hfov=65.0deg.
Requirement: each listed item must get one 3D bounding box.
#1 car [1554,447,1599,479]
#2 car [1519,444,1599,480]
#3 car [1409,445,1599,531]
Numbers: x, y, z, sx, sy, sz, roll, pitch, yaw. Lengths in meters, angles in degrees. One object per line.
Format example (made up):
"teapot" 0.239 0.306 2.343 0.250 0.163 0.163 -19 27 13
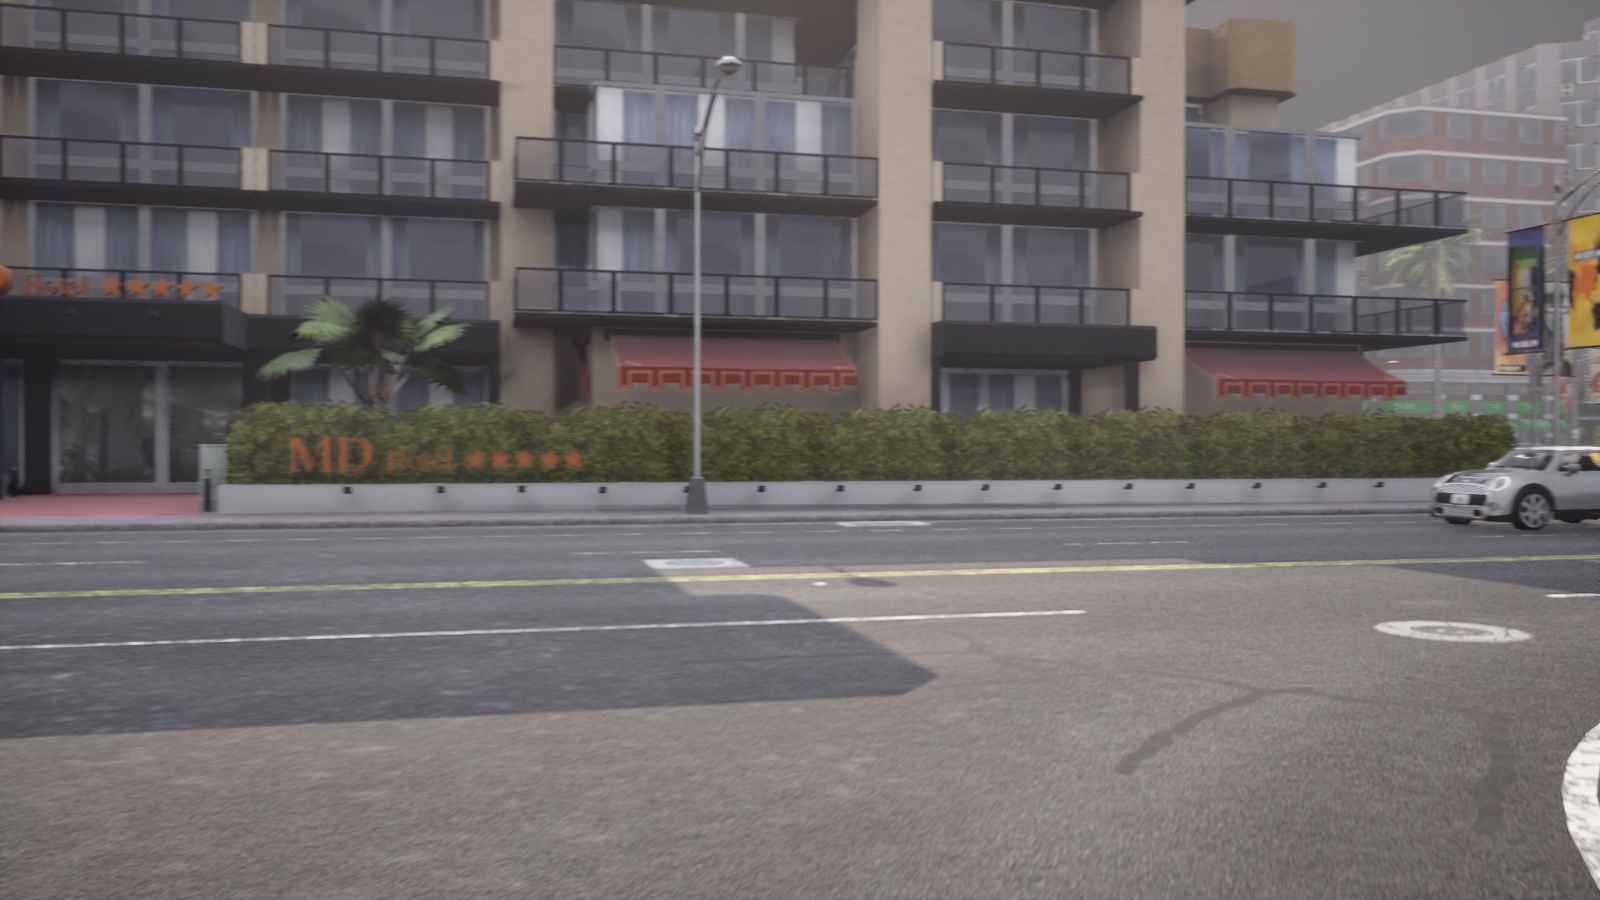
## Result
"car" 38.601 0.600 60.495 1.845 1.501 3.633 0 0 -14
"car" 35.754 0.530 57.427 1.801 1.575 5.366 0 0 -14
"car" 13.462 0.647 22.957 3.806 1.475 1.970 0 0 -14
